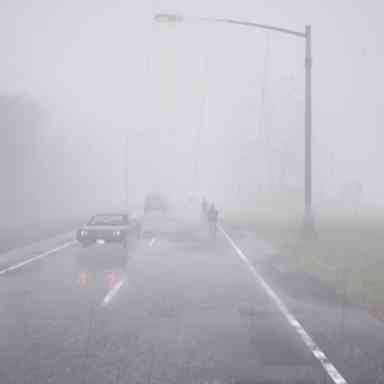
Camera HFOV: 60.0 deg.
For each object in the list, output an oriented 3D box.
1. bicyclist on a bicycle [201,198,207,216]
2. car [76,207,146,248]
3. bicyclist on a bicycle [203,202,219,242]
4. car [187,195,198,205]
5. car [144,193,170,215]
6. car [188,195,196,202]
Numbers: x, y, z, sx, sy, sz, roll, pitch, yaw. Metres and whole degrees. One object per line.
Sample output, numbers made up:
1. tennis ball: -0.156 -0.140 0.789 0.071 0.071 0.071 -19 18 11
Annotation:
1. bicyclist on a bicycle: 0.960 1.308 24.941 0.659 1.776 1.843 0 0 0
2. car: -3.406 1.563 14.663 1.895 1.301 4.718 0 0 0
3. bicyclist on a bicycle: 0.962 1.414 15.269 0.582 1.620 1.656 0 0 0
4. car: 0.085 1.424 56.809 1.994 1.385 4.181 0 0 0
5. car: -3.408 1.139 33.042 2.150 2.045 5.566 0 0 0
6. car: -0.014 1.415 74.071 1.895 1.301 4.718 0 0 0
